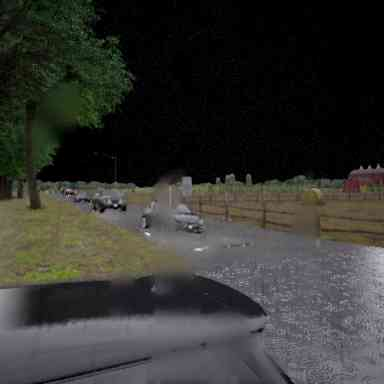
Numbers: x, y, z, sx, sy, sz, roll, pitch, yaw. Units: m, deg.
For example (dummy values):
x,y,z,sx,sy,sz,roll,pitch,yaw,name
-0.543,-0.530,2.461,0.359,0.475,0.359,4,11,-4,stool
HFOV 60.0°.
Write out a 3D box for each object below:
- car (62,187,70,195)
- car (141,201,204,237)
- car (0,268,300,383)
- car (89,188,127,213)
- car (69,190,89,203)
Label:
x,y,z,sx,sy,sz,roll,pitch,yaw,name
-32.138,0.094,86.845,1.882,1.535,5.008,-1,1,-26,car
-1.122,1.235,16.696,1.837,1.490,4.892,-1,2,-26,car
-1.403,1.349,1.402,4.553,1.767,2.097,0,0,-26,car
-7.437,0.704,29.654,2.150,2.045,5.566,-1,1,-26,car
-15.222,0.758,45.791,2.033,1.411,5.357,-1,1,-25,car
